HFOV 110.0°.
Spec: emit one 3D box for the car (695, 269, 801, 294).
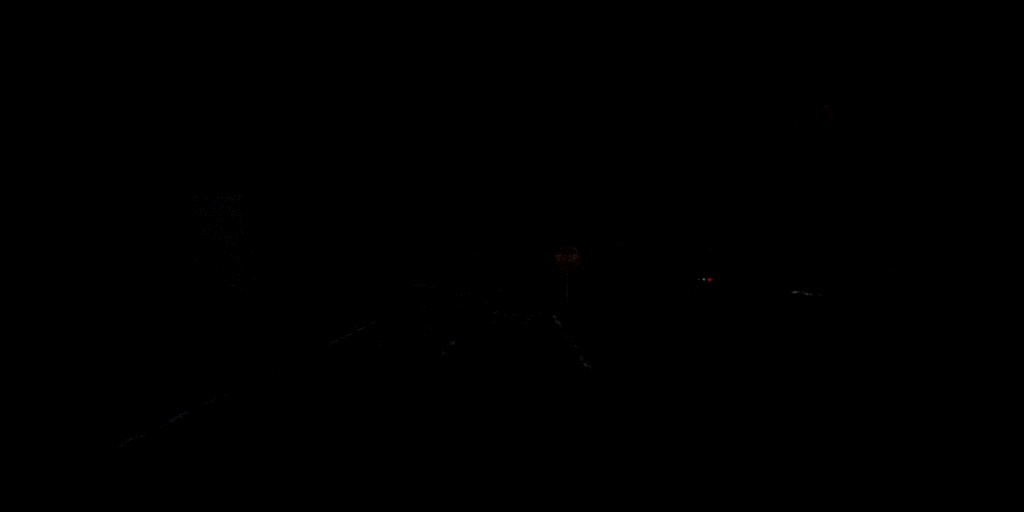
[{"bbox_3d":[14.067,1.497,21.566,5.357,1.411,2.033,1,0,1],"label":"car"}]
